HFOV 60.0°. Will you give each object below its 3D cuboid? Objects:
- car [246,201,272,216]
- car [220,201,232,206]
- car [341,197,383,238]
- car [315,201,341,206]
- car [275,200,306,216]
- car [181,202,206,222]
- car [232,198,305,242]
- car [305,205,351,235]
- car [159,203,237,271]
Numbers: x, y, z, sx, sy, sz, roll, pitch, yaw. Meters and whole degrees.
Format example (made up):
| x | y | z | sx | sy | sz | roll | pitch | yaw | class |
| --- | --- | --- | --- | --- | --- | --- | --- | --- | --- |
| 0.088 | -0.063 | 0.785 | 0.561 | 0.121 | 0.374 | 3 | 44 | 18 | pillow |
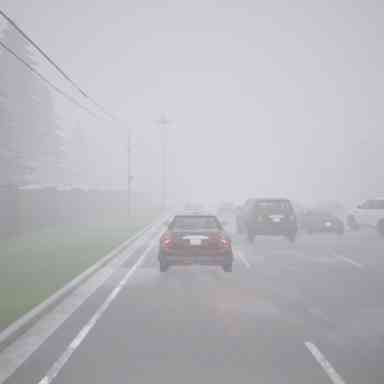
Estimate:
| x | y | z | sx | sy | sz | roll | pitch | yaw | class |
| --- | --- | --- | --- | --- | --- | --- | --- | --- | --- |
| 7.111 | 1.696 | 35.758 | 1.812 | 1.442 | 4.674 | 0 | 0 | 0 | car |
| 3.611 | 1.671 | 34.789 | 1.837 | 1.490 | 4.892 | 0 | 0 | 0 | car |
| 10.606 | 1.308 | 18.160 | 2.150 | 2.045 | 5.566 | 0 | 0 | 0 | car |
| 14.111 | 1.657 | 34.710 | 2.128 | 1.511 | 4.902 | 0 | 0 | 0 | car |
| 10.611 | 1.650 | 36.293 | 1.882 | 1.535 | 5.008 | 0 | 0 | 0 | car |
| 0.110 | 1.688 | 29.424 | 2.033 | 1.411 | 5.357 | 0 | 0 | 0 | car |
| 3.606 | 1.302 | 16.876 | 2.150 | 2.045 | 5.566 | 0 | 0 | 0 | car |
| 7.106 | 1.656 | 19.356 | 1.994 | 1.385 | 4.181 | 0 | 0 | 0 | car |
| 0.102 | 1.405 | 11.251 | 2.097 | 1.767 | 4.553 | 0 | 0 | 0 | car |
